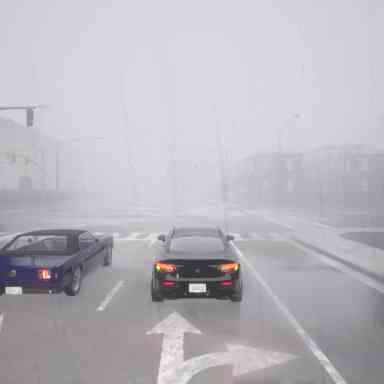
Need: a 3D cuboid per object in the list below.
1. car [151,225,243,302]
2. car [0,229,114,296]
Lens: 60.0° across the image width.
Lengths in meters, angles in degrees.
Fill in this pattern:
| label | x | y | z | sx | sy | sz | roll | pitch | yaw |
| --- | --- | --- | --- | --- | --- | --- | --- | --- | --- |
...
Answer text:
| label | x | y | z | sx | sy | sz | roll | pitch | yaw |
| --- | --- | --- | --- | --- | --- | --- | --- | --- | --- |
| car | 0.100 | 1.526 | 8.158 | 1.812 | 1.442 | 4.674 | 0 | 0 | 0 |
| car | -3.398 | 1.601 | 8.591 | 1.895 | 1.301 | 4.718 | 0 | 0 | 0 |
